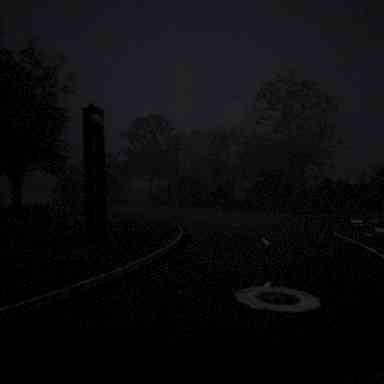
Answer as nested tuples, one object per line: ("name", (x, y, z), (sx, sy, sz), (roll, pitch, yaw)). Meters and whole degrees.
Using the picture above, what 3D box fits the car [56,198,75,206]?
("car", (-33.673, 2.704, 88.356), (4.553, 1.767, 2.185), (-2, -2, -24))

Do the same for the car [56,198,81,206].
("car", (-28.122, 2.171, 75.768), (5.008, 1.535, 2.097), (-2, -2, -24))

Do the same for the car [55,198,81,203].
("car", (-27.019, 2.033, 73.248), (4.892, 1.521, 2.231), (-2, -2, -24))

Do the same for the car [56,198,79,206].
("car", (-29.215, 2.309, 78.292), (4.892, 1.521, 2.231), (-2, -2, -24))

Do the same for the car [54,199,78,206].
("car", (-31.601, 2.578, 83.256), (5.366, 1.575, 1.946), (-2, -2, -24))
